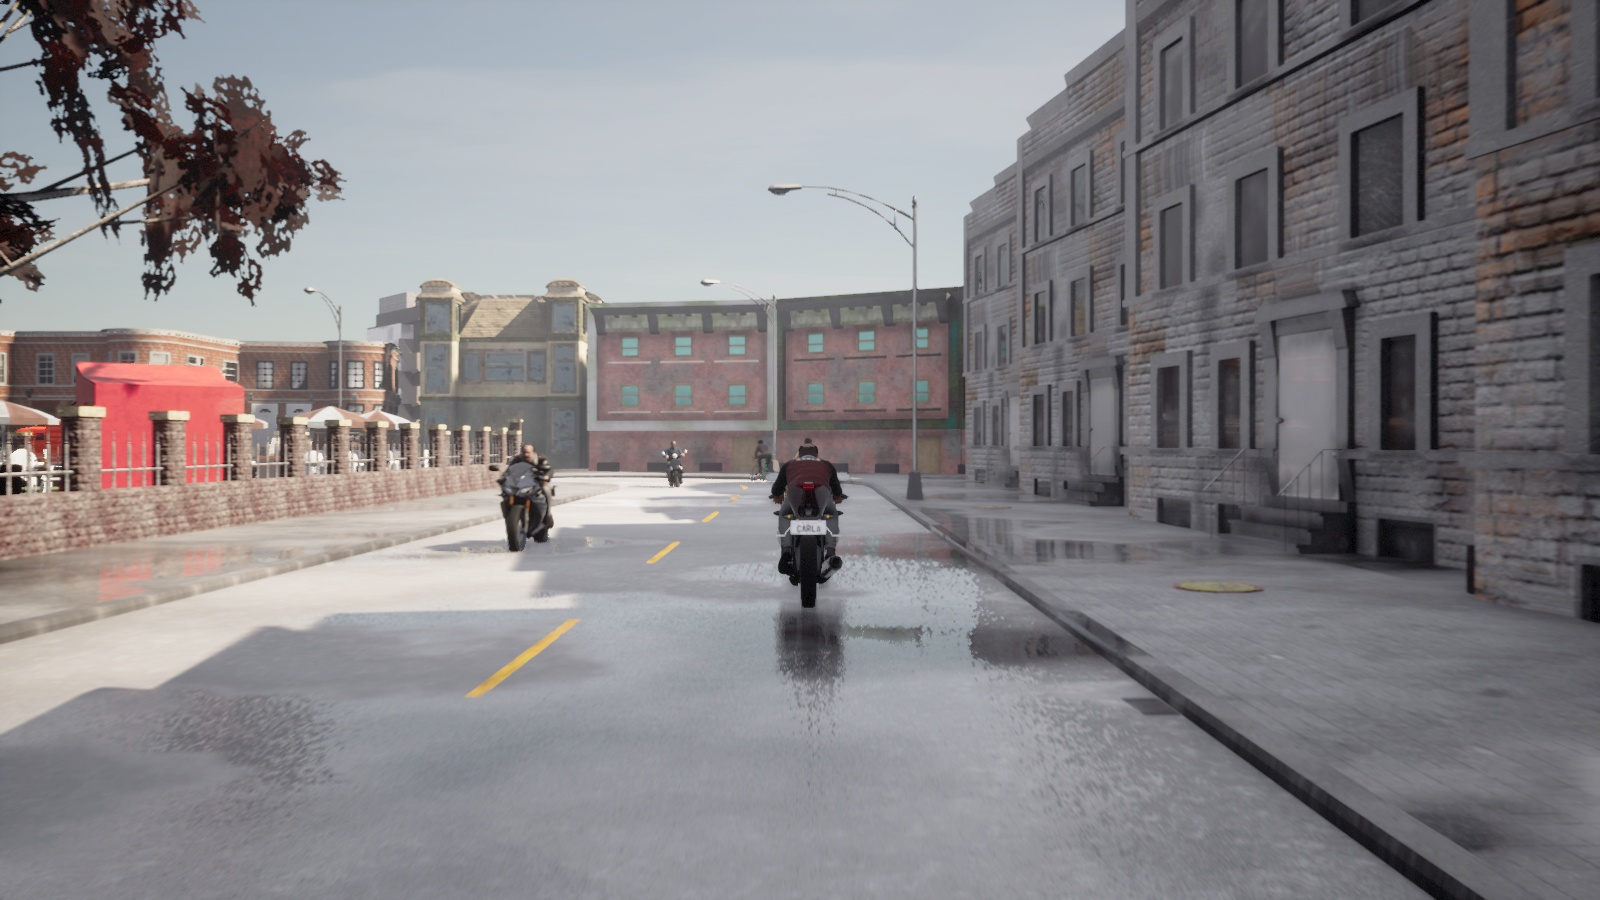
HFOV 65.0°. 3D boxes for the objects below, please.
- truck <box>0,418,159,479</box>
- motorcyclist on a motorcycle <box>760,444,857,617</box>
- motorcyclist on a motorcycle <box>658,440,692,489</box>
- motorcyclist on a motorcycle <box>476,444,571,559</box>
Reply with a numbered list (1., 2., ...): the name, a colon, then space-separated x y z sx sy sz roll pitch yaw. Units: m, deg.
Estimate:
1. truck: -29.830 -0.057 52.019 5.204 2.467 2.627 0 0 1
2. motorcyclist on a motorcycle: 0.081 0.712 12.285 0.866 1.530 2.191 0 0 0
3. motorcyclist on a motorcycle: -4.186 0.461 41.922 0.866 1.590 1.817 -2 1 -13
4. motorcyclist on a motorcycle: -3.890 0.678 17.865 0.866 1.530 2.191 0 0 0
